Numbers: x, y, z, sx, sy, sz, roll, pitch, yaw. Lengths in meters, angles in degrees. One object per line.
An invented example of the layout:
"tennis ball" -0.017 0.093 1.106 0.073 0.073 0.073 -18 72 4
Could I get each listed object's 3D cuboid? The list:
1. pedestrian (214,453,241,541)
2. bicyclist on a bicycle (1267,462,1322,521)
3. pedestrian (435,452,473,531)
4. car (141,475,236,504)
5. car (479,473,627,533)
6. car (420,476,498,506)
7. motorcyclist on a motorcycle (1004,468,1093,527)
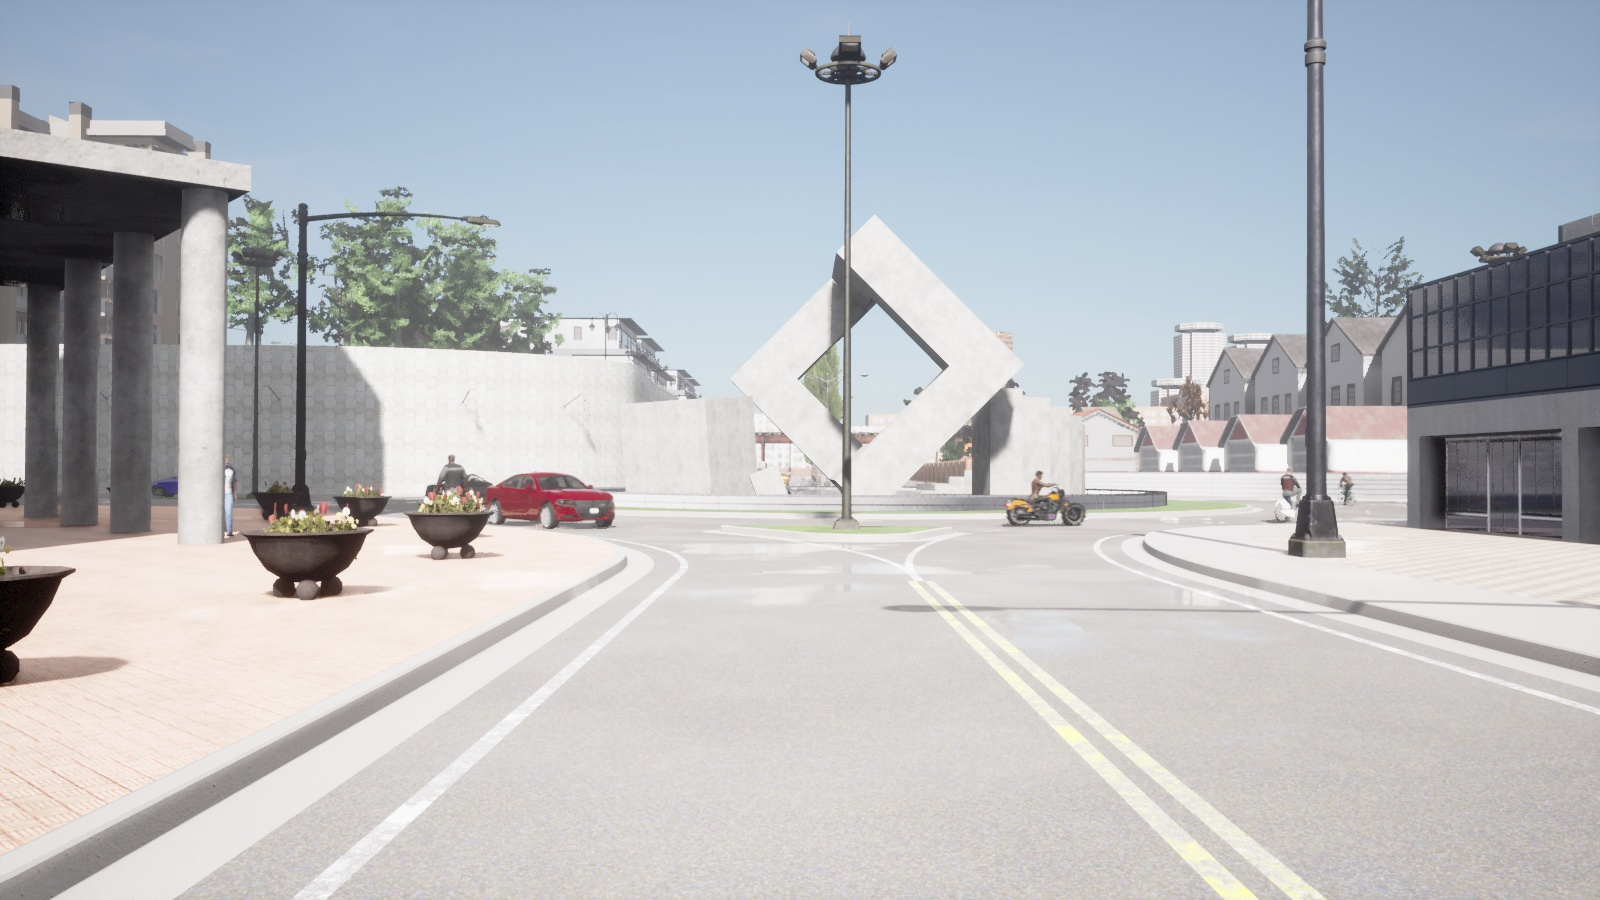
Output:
"pedestrian" -12.057 0.982 26.444 0.354 1.836 0.706 0 -1 -37
"bicyclist on a bicycle" 15.399 1.278 39.078 1.843 1.776 0.659 0 -1 -35
"pedestrian" -8.397 1.009 30.458 0.563 1.883 0.849 1 -1 -42
"car" -32.509 2.078 66.844 4.193 1.474 1.816 0 -1 -8
"car" -6.934 1.403 34.806 1.882 1.535 5.008 1 -1 -39
"car" -16.703 1.979 61.731 1.994 1.385 4.181 0 -1 13
"motorcyclist on a motorcycle" 7.043 1.335 35.691 2.350 1.649 0.766 0 -1 -9
